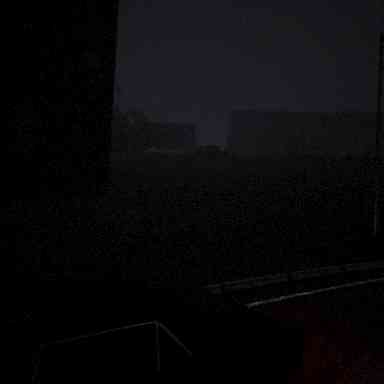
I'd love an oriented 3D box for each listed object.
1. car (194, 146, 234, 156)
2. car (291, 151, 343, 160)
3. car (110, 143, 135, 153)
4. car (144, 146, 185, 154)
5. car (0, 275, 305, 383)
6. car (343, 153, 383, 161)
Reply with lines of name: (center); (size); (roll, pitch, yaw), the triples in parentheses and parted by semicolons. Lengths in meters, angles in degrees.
car: (2.484, -4.295, 37.221); (4.553, 1.767, 2.185); (2, -2, 2)
car: (13.402, -3.734, 36.753); (4.892, 1.521, 2.231); (2, -2, 2)
car: (-8.667, -4.736, 37.695); (4.553, 1.767, 2.185); (2, -2, 2)
car: (-3.007, -4.346, 37.450); (4.674, 1.452, 2.002); (2, -2, 2)
car: (-1.264, 1.586, 2.882); (4.718, 1.301, 1.895); (0, 0, -34)
car: (18.912, -3.501, 36.527); (4.892, 1.521, 2.231); (2, -2, 2)
